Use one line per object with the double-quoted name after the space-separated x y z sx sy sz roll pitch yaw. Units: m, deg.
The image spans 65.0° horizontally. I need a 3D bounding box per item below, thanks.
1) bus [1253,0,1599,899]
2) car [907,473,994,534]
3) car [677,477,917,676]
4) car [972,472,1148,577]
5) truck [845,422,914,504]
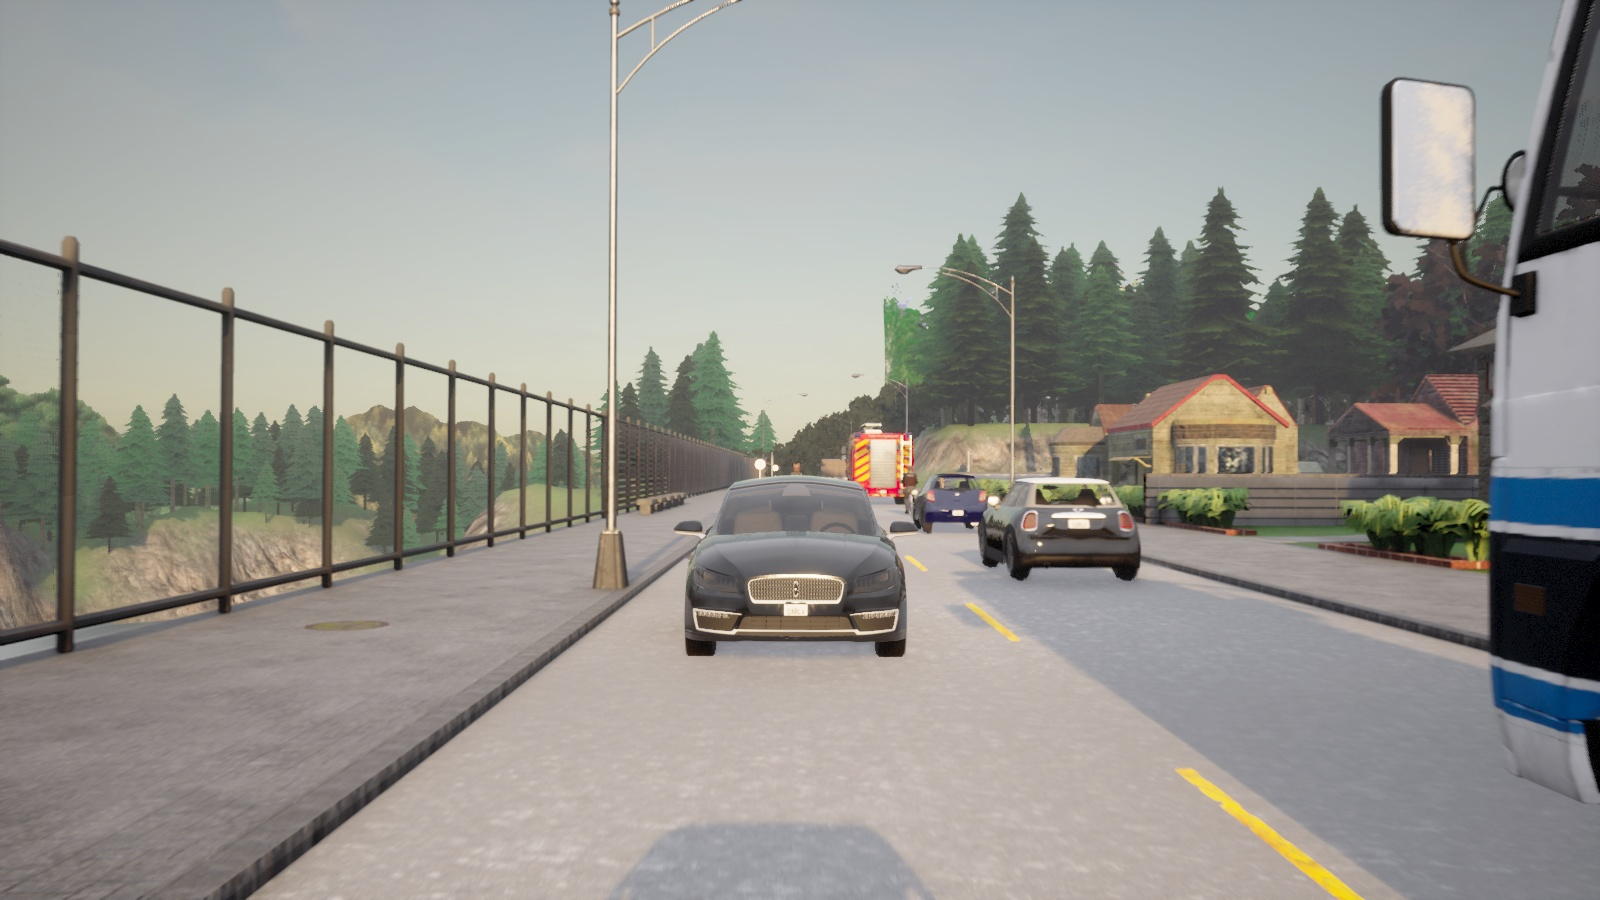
3.993 -0.571 0.391 3.944 4.253 10.273 0 -1 0 "bus"
3.919 1.368 33.163 1.845 1.501 3.633 0 -1 0 "car"
-0.029 1.022 12.081 1.837 1.490 4.892 0 -1 0 "car"
3.952 1.095 19.739 1.970 1.475 3.806 0 -1 0 "car"
3.846 0.684 62.699 2.891 3.827 8.468 0 -1 0 "truck"
